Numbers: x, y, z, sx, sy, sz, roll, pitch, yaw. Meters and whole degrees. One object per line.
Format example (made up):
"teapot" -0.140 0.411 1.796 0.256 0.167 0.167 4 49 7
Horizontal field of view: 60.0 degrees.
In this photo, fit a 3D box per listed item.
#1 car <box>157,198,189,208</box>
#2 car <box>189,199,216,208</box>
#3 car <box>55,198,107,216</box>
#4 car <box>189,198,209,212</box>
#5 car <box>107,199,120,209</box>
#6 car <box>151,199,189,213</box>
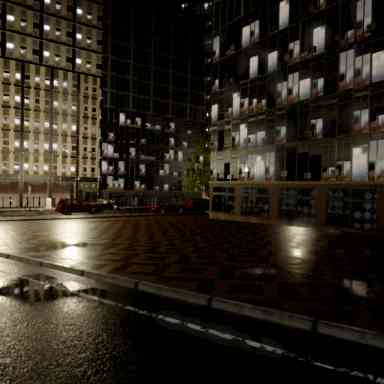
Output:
"car" -3.011 1.785 52.805 4.829 1.417 1.752 1 1 -34
"car" 1.813 1.873 56.095 4.313 1.339 1.947 1 1 -34
"car" -12.480 1.646 36.807 5.009 1.841 2.192 1 1 -34
"car" 1.571 1.782 46.387 5.009 1.841 2.192 1 1 -34
"car" -12.238 1.721 46.515 4.403 1.369 2.008 1 1 -34
"car" -3.118 1.966 43.198 4.507 1.381 1.887 1 1 -34
